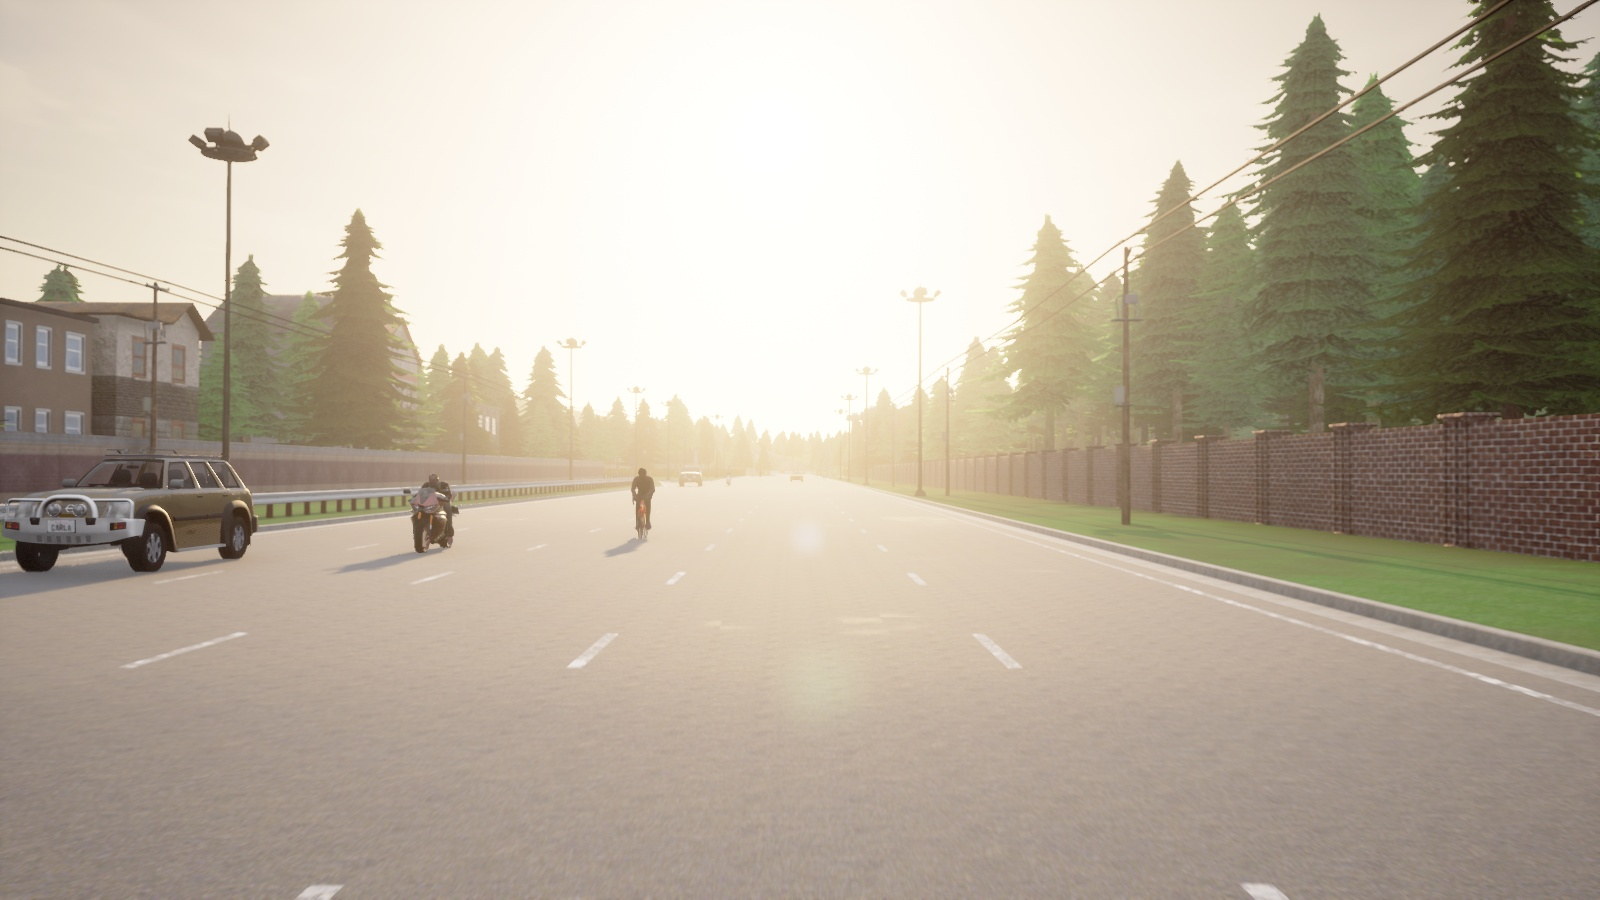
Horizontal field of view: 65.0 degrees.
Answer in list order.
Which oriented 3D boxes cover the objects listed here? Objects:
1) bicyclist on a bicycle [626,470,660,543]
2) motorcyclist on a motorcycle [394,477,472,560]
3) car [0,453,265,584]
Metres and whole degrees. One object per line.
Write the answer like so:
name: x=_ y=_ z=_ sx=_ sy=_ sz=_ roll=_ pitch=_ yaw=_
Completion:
bicyclist on a bicycle: x=-3.569 y=1.261 z=28.637 sx=0.582 sy=1.620 sz=1.656 roll=0 pitch=-1 yaw=0
motorcyclist on a motorcycle: x=-7.058 y=1.284 z=24.283 sx=0.866 sy=1.530 sz=2.191 roll=0 pitch=-1 yaw=0
car: x=-10.550 y=1.012 z=20.197 sx=1.932 sy=1.855 sz=4.605 roll=0 pitch=-1 yaw=0
